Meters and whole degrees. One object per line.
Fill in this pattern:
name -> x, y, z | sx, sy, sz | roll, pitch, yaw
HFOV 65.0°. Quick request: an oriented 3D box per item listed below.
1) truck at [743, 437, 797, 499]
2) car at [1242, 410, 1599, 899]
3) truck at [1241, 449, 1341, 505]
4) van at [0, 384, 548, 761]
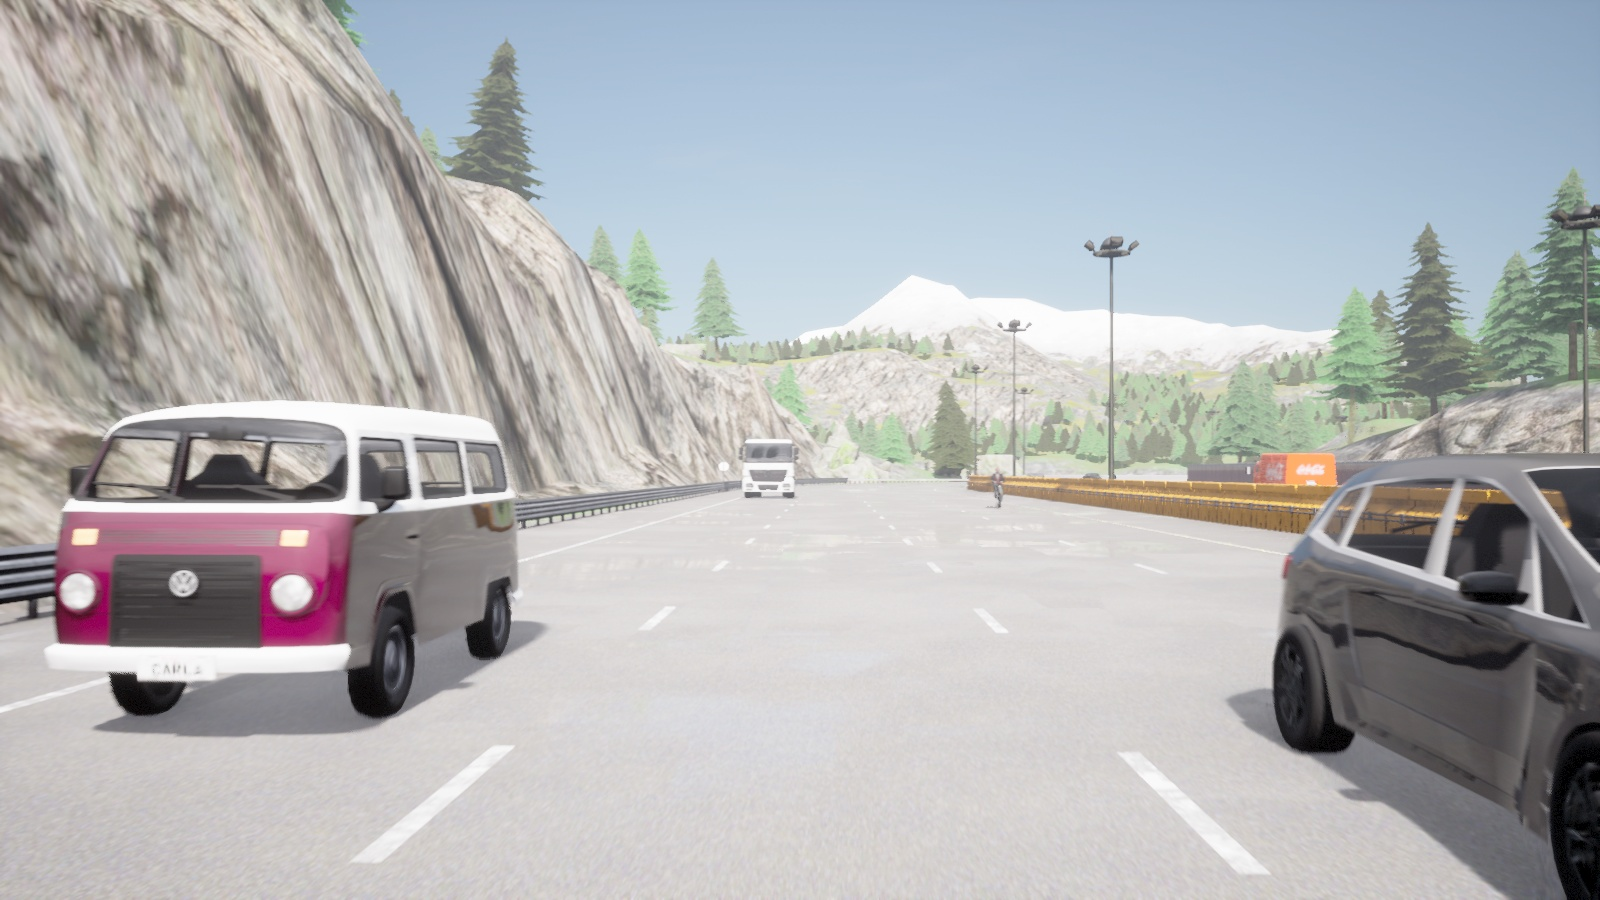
truck -> -1.679, 1.073, 73.728 | 2.891, 3.462, 7.936 | 0, -1, 1
car -> 3.770, 0.737, 5.502 | 2.242, 1.667, 4.611 | 0, -1, 3
truck -> 22.448, 1.214, 57.654 | 2.627, 2.467, 5.204 | 0, -1, 1
van -> -3.357, 0.702, 9.067 | 2.069, 2.038, 4.480 | 0, -1, 2
